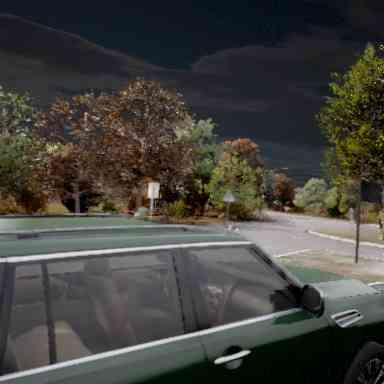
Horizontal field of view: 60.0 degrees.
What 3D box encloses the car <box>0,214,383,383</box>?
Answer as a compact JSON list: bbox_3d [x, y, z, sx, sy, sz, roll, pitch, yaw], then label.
[{"bbox_3d":[-0.413,1.229,2.875,5.566,2.045,2.150,1,0,-34],"label":"car"}]
